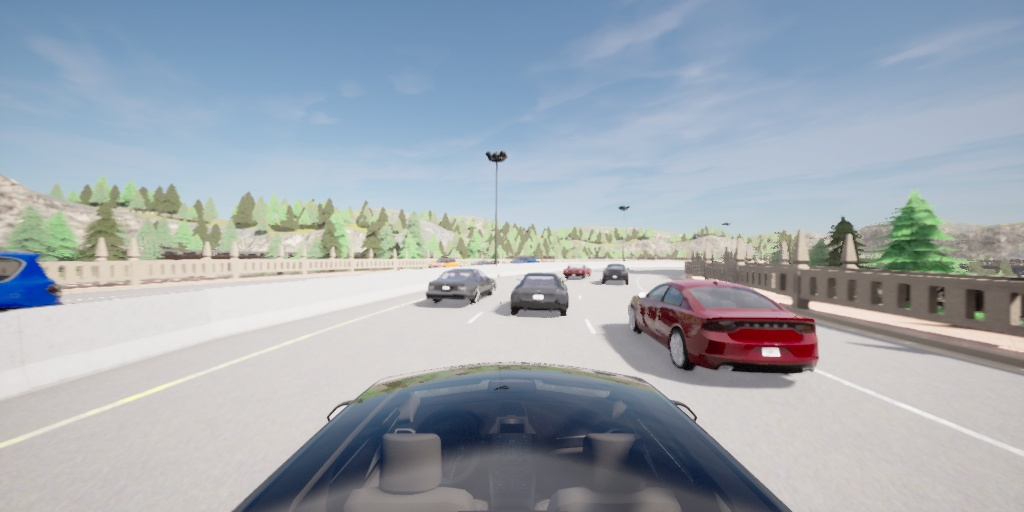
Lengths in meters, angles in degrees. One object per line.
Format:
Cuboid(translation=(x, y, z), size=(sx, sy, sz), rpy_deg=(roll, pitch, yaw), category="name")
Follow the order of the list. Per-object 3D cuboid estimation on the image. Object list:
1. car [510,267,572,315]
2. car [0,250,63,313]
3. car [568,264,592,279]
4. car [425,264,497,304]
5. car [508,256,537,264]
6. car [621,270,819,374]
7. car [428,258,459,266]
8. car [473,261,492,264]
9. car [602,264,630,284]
Cuboid(translation=(1.120, 1.298, 13.565), size=(1.994, 1.385, 4.181), rpy_deg=(0, 0, 8), category="car")
Cuboid(translation=(-10.427, 0.890, 5.053), size=(2.150, 2.045, 5.566), rpy_deg=(0, 0, 3), category="car")
Cuboid(translation=(6.027, 1.357, 32.524), size=(1.895, 1.301, 4.718), rpy_deg=(0, 0, 21), category="car")
Cuboid(translation=(-2.087, 1.260, 16.082), size=(2.033, 1.411, 5.357), rpy_deg=(0, 0, 10), category="car")
Cuboid(translation=(1.495, 0.995, 48.098), size=(2.150, 2.045, 5.566), rpy_deg=(0, 0, 28), category="car")
Cuboid(translation=(3.948, 1.241, 7.695), size=(1.882, 1.535, 5.008), rpy_deg=(0, 0, 4), category="car")
Cuboid(translation=(-8.361, 1.064, 43.770), size=(2.097, 1.767, 4.553), rpy_deg=(0, 0, 24), category="car")
Cuboid(translation=(-3.918, 1.285, 45.255), size=(2.033, 1.411, 5.357), rpy_deg=(0, 0, 25), category="car")
Cuboid(translation=(7.839, 1.288, 27.075), size=(1.812, 1.442, 4.674), rpy_deg=(0, 0, 18), category="car")
